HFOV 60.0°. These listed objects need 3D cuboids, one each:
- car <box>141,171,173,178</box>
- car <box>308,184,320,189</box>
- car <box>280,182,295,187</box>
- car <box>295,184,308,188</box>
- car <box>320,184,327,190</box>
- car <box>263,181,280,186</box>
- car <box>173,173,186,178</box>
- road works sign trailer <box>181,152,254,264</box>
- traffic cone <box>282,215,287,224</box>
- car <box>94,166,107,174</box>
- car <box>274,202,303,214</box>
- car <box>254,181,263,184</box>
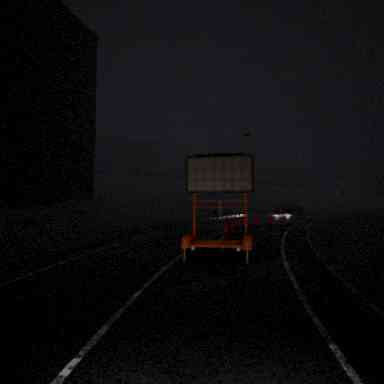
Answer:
[{"bbox_3d":[-6.371,-2.810,57.720,4.892,1.521,2.231,2,-4,-32],"label":"car"},{"bbox_3d":[29.379,-1.075,83.984,4.553,1.767,2.185,4,-5,-41],"label":"car"},{"bbox_3d":[20.913,-1.435,76.878,4.674,1.452,2.002,3,-5,-38],"label":"car"},{"bbox_3d":[25.104,-1.229,80.312,4.892,1.521,2.231,3,-5,-39],"label":"car"},{"bbox_3d":[33.568,-0.894,87.713,5.566,2.045,2.435,4,-6,-42],"label":"car"},{"bbox_3d":[16.572,-1.687,73.478,4.792,1.488,2.163,3,-5,-37],"label":"car"},{"bbox_3d":[-1.699,-2.624,60.653,4.892,1.521,2.231,2,-5,-32],"label":"car"},{"bbox_3d":[1.013,0.431,11.849,2.380,3.560,2.880,-1,0,13],"label":"road works sign trailer"},{"bbox_3d":[6.576,1.939,23.619,0.340,0.580,0.340,-2,-1,18],"label":"traffic cone"},{"bbox_3d":[-15.641,-3.280,51.926,4.553,1.767,2.185,2,-4,-32],"label":"car"},{"bbox_3d":[11.173,1.831,38.480,1.994,1.385,4.181,-3,-3,41],"label":"car"},{"bbox_3d":[12.001,-2.087,70.046,4.553,1.767,2.185,3,-5,-36],"label":"car"}]
